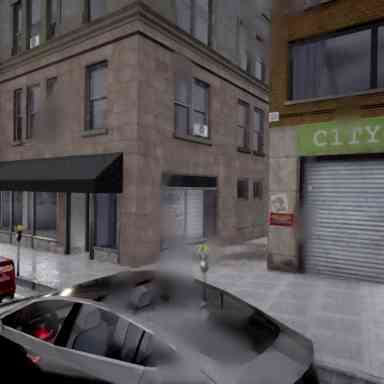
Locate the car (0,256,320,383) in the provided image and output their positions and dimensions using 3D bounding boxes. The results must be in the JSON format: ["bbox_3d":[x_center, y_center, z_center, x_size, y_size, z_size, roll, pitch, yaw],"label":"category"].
[{"bbox_3d":[-0.886,1.565,3.584,4.313,1.339,1.947,0,1,35],"label":"car"}]
